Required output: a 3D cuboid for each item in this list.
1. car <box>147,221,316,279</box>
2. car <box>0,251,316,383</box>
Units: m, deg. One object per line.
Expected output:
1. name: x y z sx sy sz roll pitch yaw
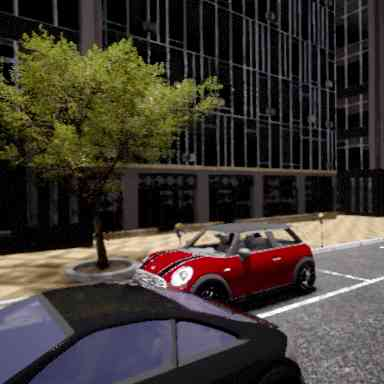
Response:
1. car: 0.769 1.432 7.140 4.097 1.590 1.967 0 -1 -35
2. car: -0.998 1.563 2.651 4.181 1.385 1.994 0 0 -35
